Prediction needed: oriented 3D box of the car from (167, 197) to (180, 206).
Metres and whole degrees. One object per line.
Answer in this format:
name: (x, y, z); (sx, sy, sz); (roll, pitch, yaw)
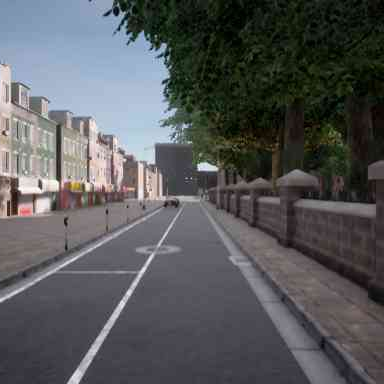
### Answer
car: (-3.023, 1.507, 55.488); (1.812, 1.442, 4.674); (0, 0, 0)

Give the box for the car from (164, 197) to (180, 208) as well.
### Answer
car: (-3.023, 1.505, 48.488); (1.812, 1.442, 4.674); (0, 0, 0)
